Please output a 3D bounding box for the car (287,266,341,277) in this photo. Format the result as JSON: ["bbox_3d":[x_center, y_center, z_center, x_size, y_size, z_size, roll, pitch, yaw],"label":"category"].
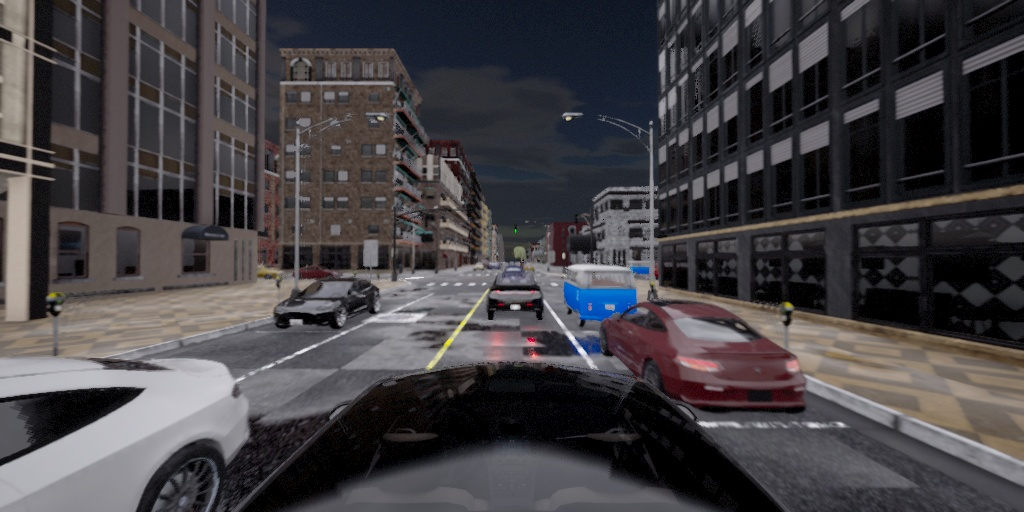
[{"bbox_3d":[-17.468,1.534,32.412,4.207,1.307,1.802,0,0,0],"label":"car"}]

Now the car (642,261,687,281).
[{"bbox_3d":[14.918,1.359,32.490,5.009,1.841,2.192,0,0,0],"label":"car"}]

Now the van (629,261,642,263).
[{"bbox_3d":[14.895,1.494,40.869,3.998,1.789,1.690,0,0,0],"label":"van"}]

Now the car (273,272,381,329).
[{"bbox_3d":[-5.691,1.398,11.631,1.948,1.339,4.313,0,0,0],"label":"car"}]

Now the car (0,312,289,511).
[{"bbox_3d":[-3.100,1.271,1.146,1.812,1.442,4.674,0,0,0],"label":"car"}]

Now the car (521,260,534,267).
[{"bbox_3d":[2.688,1.756,56.560,1.751,1.417,4.829,0,0,0],"label":"car"}]

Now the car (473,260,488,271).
[{"bbox_3d":[-5.693,1.808,61.758,1.751,1.417,4.829,0,0,0],"label":"car"}]

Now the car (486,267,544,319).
[{"bbox_3d":[0.101,1.338,13.214,2.128,1.511,4.902,0,0,0],"label":"car"}]

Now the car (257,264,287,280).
[{"bbox_3d":[-22.961,1.466,32.398,4.829,1.417,1.751,0,0,0],"label":"car"}]

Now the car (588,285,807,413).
[{"bbox_3d":[2.657,1.367,5.917,1.802,1.307,4.207,0,0,0],"label":"car"}]

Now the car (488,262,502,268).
[{"bbox_3d":[-3.048,1.816,62.740,1.812,1.442,4.674,0,-1,0],"label":"car"}]

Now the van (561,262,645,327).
[{"bbox_3d":[2.657,1.173,11.606,1.690,1.789,3.998,0,0,0],"label":"van"}]

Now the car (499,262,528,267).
[{"bbox_3d":[0.100,1.493,28.694,1.812,1.442,4.674,0,0,0],"label":"car"}]
